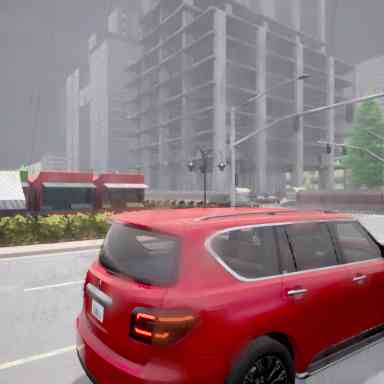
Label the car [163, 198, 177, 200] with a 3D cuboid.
[{"bbox_3d":[-2.445,1.422,37.366,1.882,1.535,5.008,0,0,-36],"label":"car"}]

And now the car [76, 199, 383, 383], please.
[{"bbox_3d":[1.292,1.221,4.713,5.566,2.045,2.150,0,0,-35],"label":"car"}]

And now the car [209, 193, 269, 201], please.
[{"bbox_3d":[3.617,1.166,29.021,2.150,2.045,5.566,0,0,-36],"label":"car"}]

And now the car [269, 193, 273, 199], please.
[{"bbox_3d":[11.664,1.114,58.231,1.905,1.878,3.866,0,0,-36],"label":"car"}]

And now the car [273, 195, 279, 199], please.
[{"bbox_3d":[14.053,1.114,59.946,1.905,1.878,3.866,0,0,-36],"label":"car"}]

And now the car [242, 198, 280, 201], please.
[{"bbox_3d":[4.925,1.353,16.127,4.553,1.767,2.097,0,0,-36],"label":"car"}]
